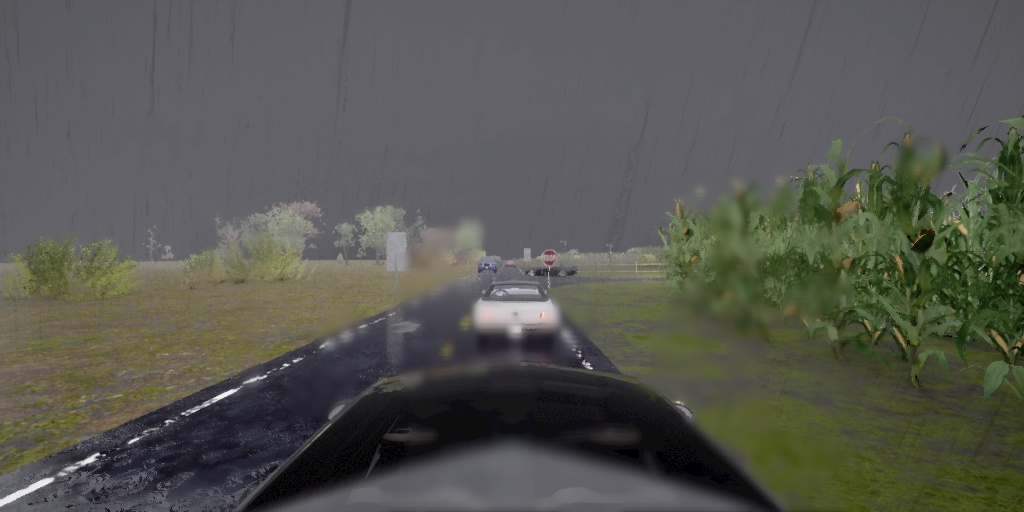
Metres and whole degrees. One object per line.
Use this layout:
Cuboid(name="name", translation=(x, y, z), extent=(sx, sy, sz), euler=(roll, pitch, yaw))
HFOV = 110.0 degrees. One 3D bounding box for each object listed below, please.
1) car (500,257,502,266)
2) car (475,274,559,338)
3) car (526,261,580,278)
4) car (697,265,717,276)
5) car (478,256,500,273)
Cuboid(name="car", translation=(-3.072, 1.285, 54.242), extent=(2.128, 1.511, 4.902), euler=(0, 0, -1))
Cuboid(name="car", translation=(0.102, 1.353, 10.145), extent=(1.895, 1.301, 4.718), euler=(0, 0, 0))
Cuboid(name="car", translation=(3.698, 1.236, 33.070), extent=(5.008, 1.535, 1.882), euler=(0, 1, 27))
Cuboid(name="car", translation=(18.667, 1.098, 31.221), extent=(4.892, 1.490, 1.837), euler=(0, -1, -1))
Cuboid(name="car", translation=(-2.965, 1.000, 44.270), extent=(2.150, 2.045, 5.566), euler=(0, 0, -1))
